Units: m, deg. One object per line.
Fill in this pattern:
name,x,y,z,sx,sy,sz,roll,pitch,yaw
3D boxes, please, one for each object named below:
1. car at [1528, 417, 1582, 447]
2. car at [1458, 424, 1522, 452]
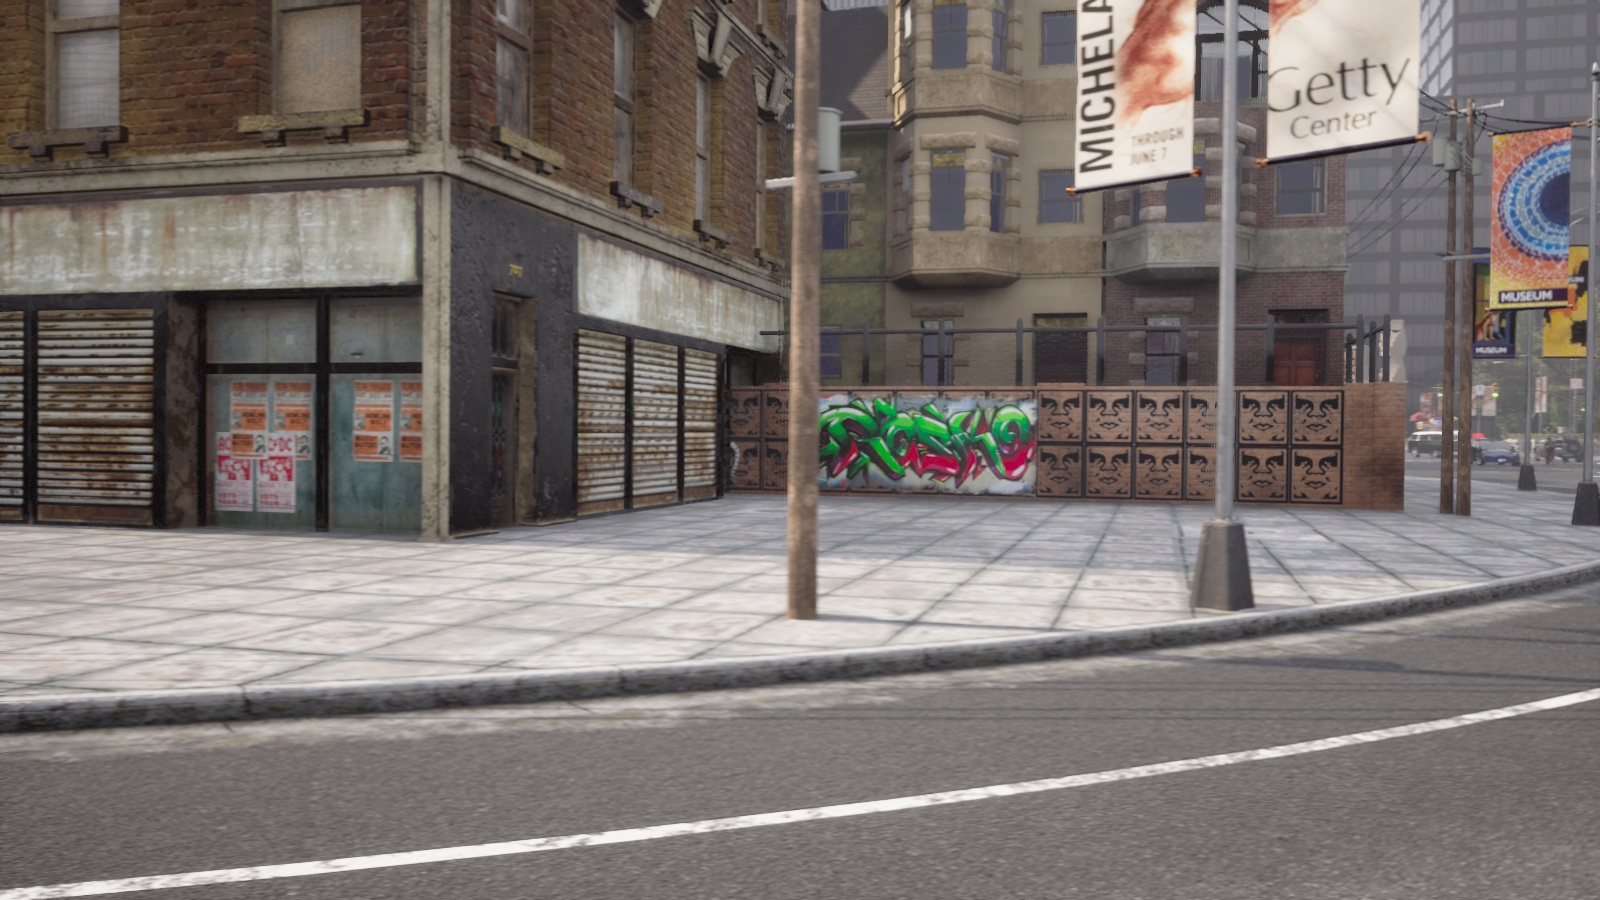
car,49.403,-1.184,82.281,1.932,1.855,4.605,0,1,16
car,38.739,-0.705,70.629,2.163,1.488,4.792,0,1,16
